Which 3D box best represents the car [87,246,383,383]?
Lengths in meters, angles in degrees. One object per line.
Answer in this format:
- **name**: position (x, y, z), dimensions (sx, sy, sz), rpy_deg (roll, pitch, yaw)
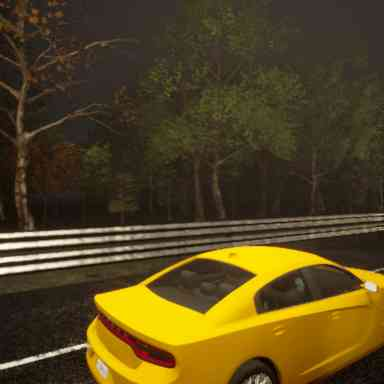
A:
- **car**: position (1.176, 1.510, 4.573), dimensions (5.008, 1.535, 1.882), rpy_deg (0, 0, -35)
